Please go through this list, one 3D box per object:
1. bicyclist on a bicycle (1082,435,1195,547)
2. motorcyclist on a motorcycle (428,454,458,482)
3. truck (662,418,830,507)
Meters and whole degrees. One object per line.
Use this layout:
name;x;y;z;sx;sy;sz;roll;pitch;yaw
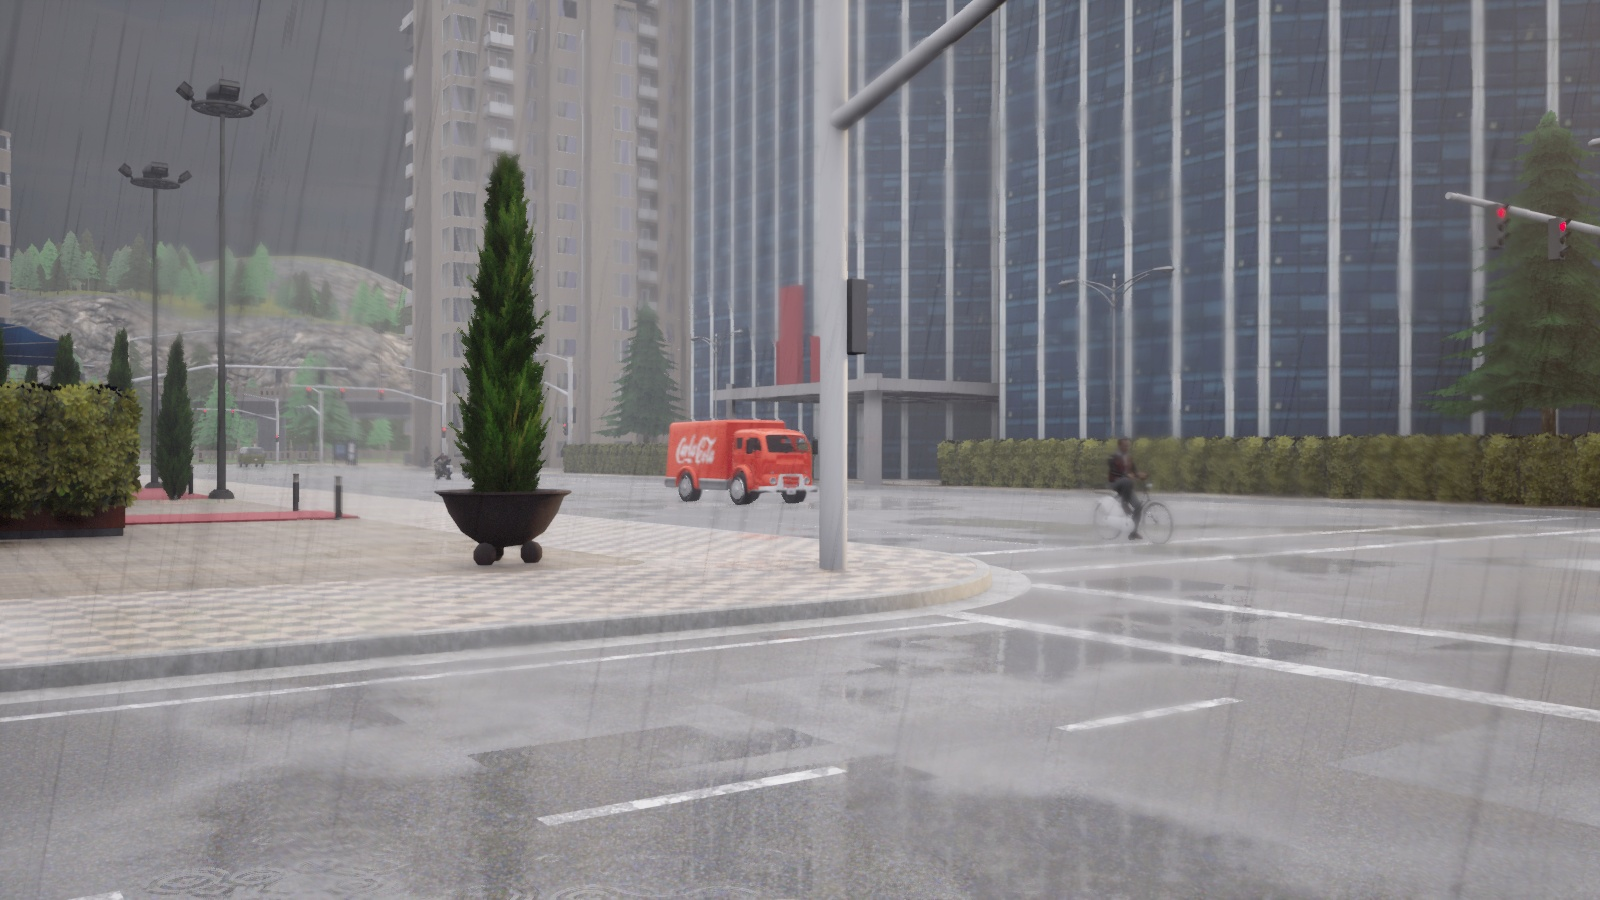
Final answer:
bicyclist on a bicycle;5.594;0.654;20.858;0.659;1.776;1.843;-1;0;-30
motorcyclist on a motorcycle;-19.588;0.990;68.870;0.866;1.530;2.191;0;0;-35
truck;-1.702;0.353;37.474;2.627;2.467;5.204;0;0;-35
